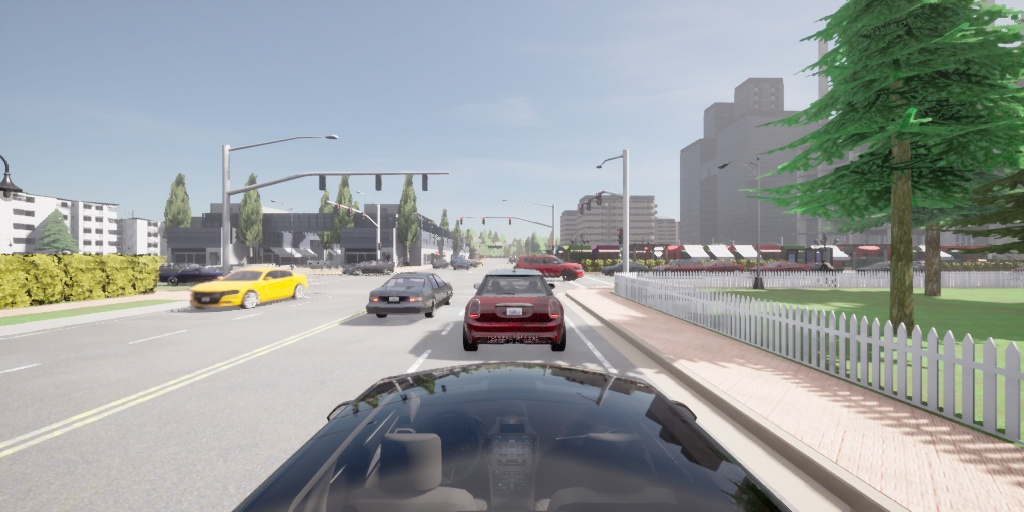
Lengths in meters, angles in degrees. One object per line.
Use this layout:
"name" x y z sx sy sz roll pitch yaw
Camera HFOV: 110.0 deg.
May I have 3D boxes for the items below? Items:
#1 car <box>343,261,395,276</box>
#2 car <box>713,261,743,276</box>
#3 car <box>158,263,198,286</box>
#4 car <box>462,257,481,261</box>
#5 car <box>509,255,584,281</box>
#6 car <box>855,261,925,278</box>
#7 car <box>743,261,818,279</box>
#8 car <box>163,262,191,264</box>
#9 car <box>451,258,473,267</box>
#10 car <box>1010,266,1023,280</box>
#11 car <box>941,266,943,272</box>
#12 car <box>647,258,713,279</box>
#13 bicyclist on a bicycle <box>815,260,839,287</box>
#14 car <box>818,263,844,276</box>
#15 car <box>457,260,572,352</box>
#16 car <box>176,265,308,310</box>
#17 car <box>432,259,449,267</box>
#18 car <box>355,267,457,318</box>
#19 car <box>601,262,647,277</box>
"car" -14.337 1.242 36.179 4.902 1.511 2.128 0 1 -39
"car" 20.548 1.228 36.006 5.008 1.535 1.882 0 0 -1
"car" -20.886 1.351 24.358 4.718 1.301 1.895 0 0 -1
"car" -7.093 1.298 61.557 2.033 1.411 5.357 0 0 0
"car" 2.918 0.971 28.884 5.566 2.045 2.150 0 1 17
"car" 34.347 1.255 32.842 4.892 1.490 1.837 0 0 -1
"car" 24.285 1.228 32.596 5.008 1.535 1.882 0 0 -1
"car" -25.396 1.242 27.753 4.902 1.511 2.128 0 0 -2
"car" -7.111 1.314 51.118 1.994 1.385 4.181 0 0 0
"car" 43.873 1.314 29.428 4.181 1.385 1.994 0 0 -3
"car" 40.671 1.242 36.480 4.902 1.511 2.128 0 0 -1
"car" 15.072 1.102 32.364 4.553 1.767 2.097 0 0 -1
"bicyclist on a bicycle" 18.787 1.052 21.472 0.582 1.620 1.656 0 0 -1
"car" 30.446 1.351 36.253 4.718 1.301 1.895 0 0 -1
"car" 0.062 1.102 9.112 2.097 1.767 4.553 0 0 0
"car" -10.604 1.227 14.900 1.882 1.535 5.008 0 0 0
"car" -10.609 1.255 53.303 1.837 1.490 4.892 0 0 0
"car" -3.421 1.297 12.947 2.033 1.411 5.357 0 0 0
"car" 11.223 1.276 35.750 4.674 1.442 1.812 0 0 -1
